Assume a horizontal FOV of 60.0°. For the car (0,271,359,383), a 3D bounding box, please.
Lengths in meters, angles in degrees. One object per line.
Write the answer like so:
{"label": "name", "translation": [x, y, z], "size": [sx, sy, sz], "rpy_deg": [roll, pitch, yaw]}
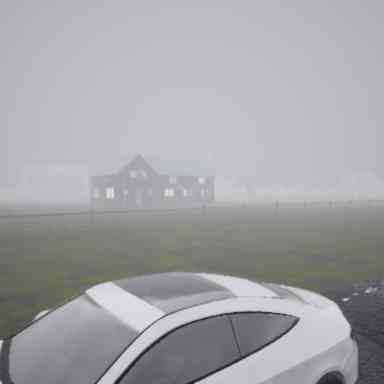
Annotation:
{"label": "car", "translation": [-0.426, 1.525, 2.771], "size": [4.674, 1.442, 1.812], "rpy_deg": [0, 0, -36]}
